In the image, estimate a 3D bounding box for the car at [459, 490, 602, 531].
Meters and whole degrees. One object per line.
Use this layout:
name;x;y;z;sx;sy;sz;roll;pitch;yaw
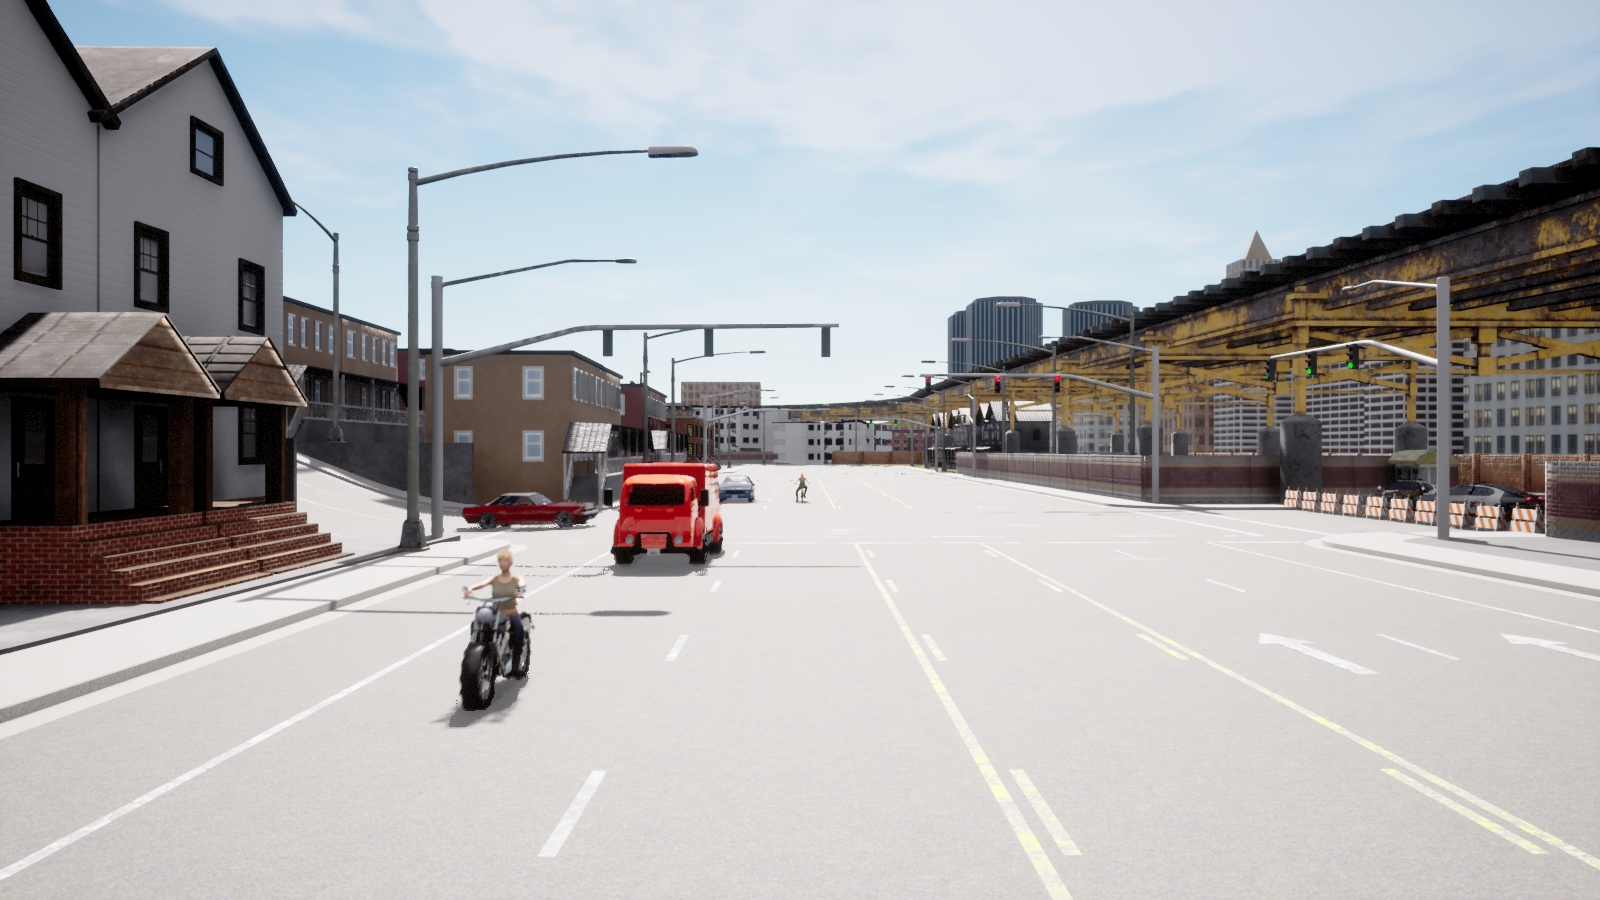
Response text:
car;-9.858;2.224;42.004;4.718;1.301;1.895;-2;0;8

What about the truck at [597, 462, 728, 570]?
truck;-3.377;1.566;29.311;2.627;2.467;5.204;0;0;1

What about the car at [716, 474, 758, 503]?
car;-3.449;2.106;63.014;2.033;1.411;5.357;0;0;0
